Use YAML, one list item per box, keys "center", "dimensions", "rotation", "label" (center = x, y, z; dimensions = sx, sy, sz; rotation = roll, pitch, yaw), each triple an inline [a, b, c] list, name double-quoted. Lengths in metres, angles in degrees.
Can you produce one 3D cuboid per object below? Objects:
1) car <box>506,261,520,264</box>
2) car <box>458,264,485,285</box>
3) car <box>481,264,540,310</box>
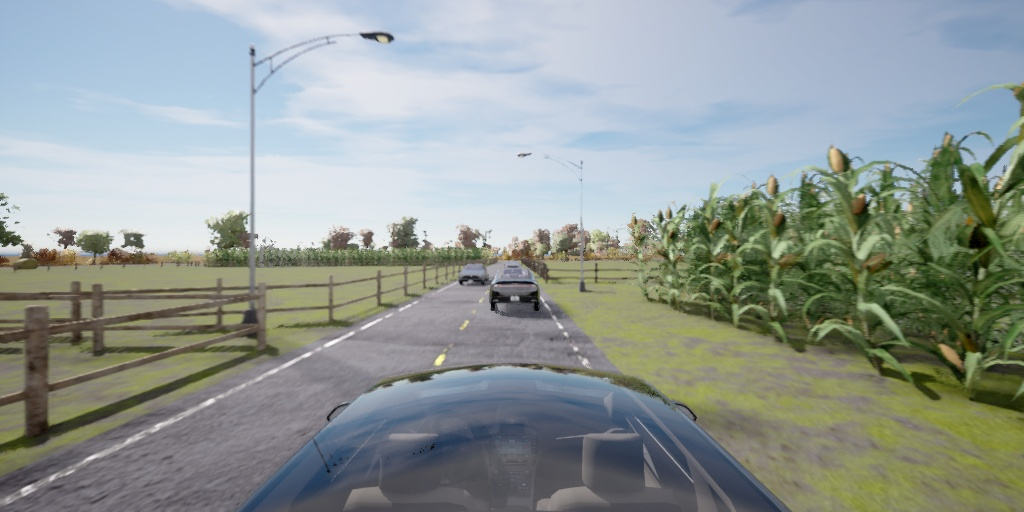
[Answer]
- center: [0.100, 1.266, 36.703]
  dimensions: [1.812, 1.442, 4.674]
  rotation: [0, 0, 0]
  label: "car"
- center: [-2.752, 1.298, 26.532]
  dimensions: [2.033, 1.411, 5.357]
  rotation: [0, 0, 0]
  label: "car"
- center: [0.099, 1.237, 14.632]
  dimensions: [2.128, 1.511, 4.902]
  rotation: [0, 0, 0]
  label: "car"
